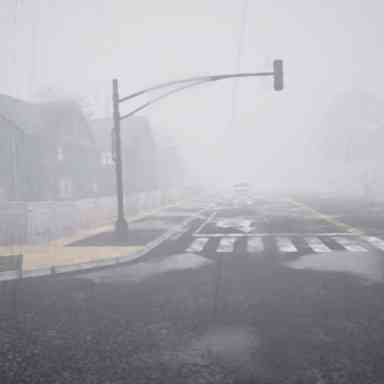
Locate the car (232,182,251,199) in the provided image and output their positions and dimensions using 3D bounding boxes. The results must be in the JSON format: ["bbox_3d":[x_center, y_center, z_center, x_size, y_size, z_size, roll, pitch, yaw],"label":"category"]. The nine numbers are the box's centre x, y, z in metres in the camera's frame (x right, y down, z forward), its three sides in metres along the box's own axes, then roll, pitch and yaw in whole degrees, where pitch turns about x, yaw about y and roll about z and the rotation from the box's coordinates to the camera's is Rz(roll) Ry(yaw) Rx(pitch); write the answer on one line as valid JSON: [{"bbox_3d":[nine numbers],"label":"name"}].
[{"bbox_3d":[6.271,-0.275,41.915,2.150,2.045,5.566,-2,2,9],"label":"car"}]
